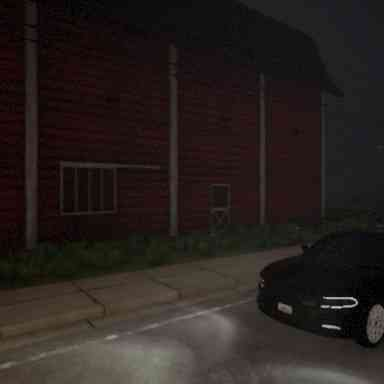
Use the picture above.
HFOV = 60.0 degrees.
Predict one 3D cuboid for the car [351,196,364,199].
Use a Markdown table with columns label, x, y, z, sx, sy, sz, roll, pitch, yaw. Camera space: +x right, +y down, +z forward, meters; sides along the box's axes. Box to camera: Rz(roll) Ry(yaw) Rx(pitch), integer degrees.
| label | x | y | z | sx | sy | sz | roll | pitch | yaw |
| --- | --- | --- | --- | --- | --- | --- | --- | --- | --- |
| car | 30.498 | 1.465 | 61.485 | 3.905 | 1.438 | 1.784 | 0 | 0 | -36 |

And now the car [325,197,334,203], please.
| label | x | y | z | sx | sy | sz | roll | pitch | yaw |
| --- | --- | --- | --- | --- | --- | --- | --- | --- | --- |
| car | 20.875 | 1.463 | 52.863 | 4.193 | 1.474 | 1.816 | 0 | 0 | -36 |

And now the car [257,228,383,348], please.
| label | x | y | z | sx | sy | sz | roll | pitch | yaw |
| --- | --- | --- | --- | --- | --- | --- | --- | --- | --- |
| car | 3.415 | 1.472 | 6.472 | 5.008 | 1.535 | 1.882 | 0 | 0 | -36 |
